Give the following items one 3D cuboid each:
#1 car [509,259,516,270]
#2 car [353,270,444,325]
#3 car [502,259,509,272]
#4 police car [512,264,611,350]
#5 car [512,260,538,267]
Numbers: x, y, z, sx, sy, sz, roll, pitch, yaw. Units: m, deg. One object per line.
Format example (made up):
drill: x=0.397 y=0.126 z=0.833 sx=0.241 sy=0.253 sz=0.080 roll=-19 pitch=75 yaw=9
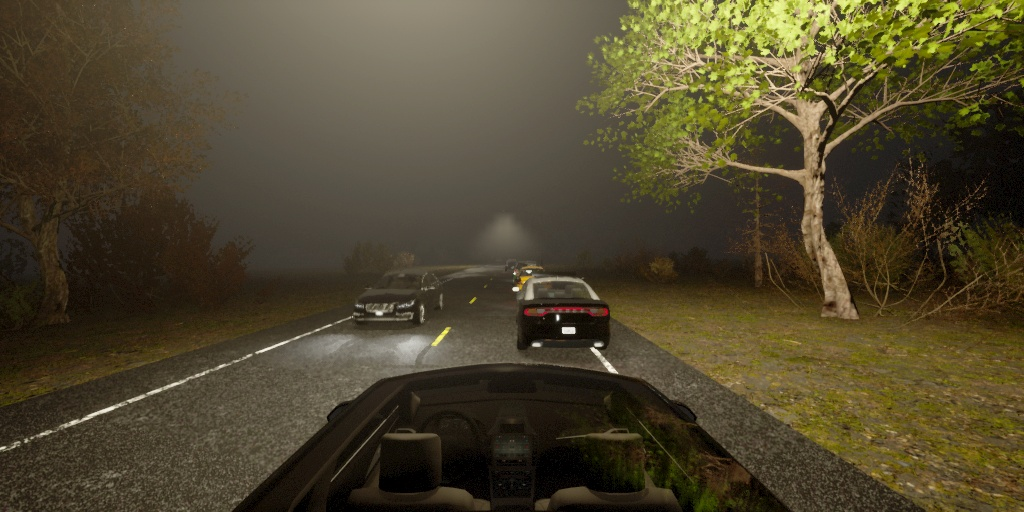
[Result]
car: x=1.044 y=1.106 z=25.084 sx=2.097 sy=1.767 sz=4.553 roll=0 pitch=0 yaw=0
car: x=-3.502 y=1.257 z=11.878 sx=1.837 sy=1.490 sz=4.892 roll=0 pitch=0 yaw=0
car: x=0.018 y=1.284 z=47.371 sx=1.812 sy=1.442 sz=4.674 roll=0 pitch=0 yaw=1
police car: x=1.049 y=1.177 z=9.222 sx=1.930 sy=1.638 sz=5.238 roll=0 pitch=0 yaw=0
car: x=1.046 y=1.210 z=19.305 sx=1.801 sy=1.575 sz=5.366 roll=0 pitch=0 yaw=0
